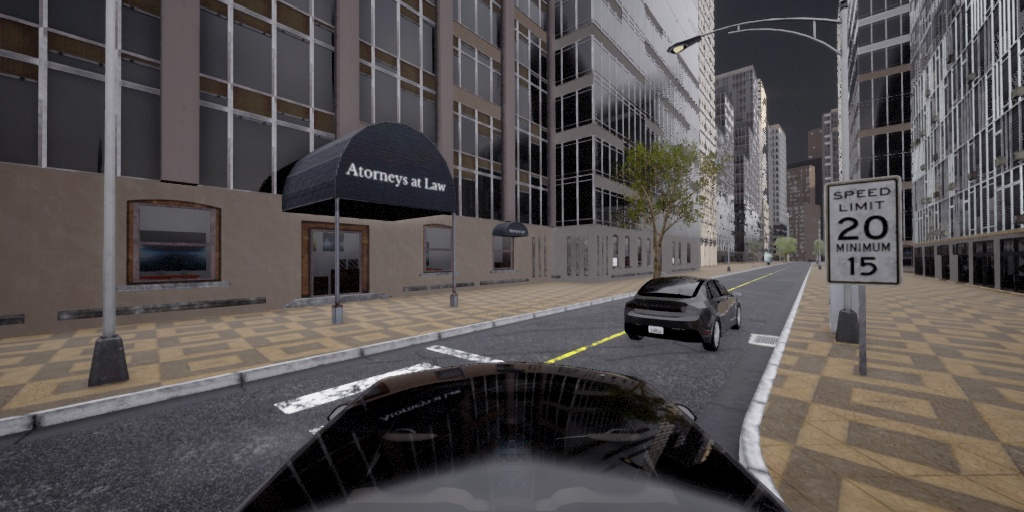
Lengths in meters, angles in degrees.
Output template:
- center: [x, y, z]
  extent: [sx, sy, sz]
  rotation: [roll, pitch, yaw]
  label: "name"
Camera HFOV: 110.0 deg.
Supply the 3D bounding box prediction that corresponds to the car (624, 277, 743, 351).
- center: [4.488, 1.257, 9.145]
  extent: [1.837, 1.490, 4.892]
  rotation: [-1, 0, 40]
  label: "car"
